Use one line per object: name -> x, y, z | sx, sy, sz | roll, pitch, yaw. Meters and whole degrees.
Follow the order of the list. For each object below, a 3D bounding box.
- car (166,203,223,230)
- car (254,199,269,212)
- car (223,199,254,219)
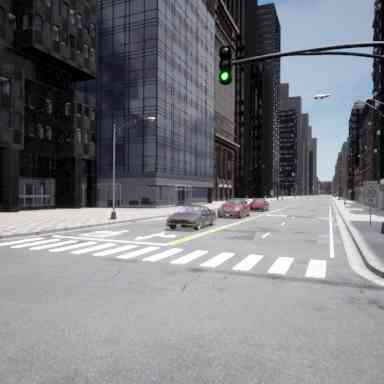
car -> 0.139, 1.592, 21.700 | 2.033, 1.411, 5.357 | 0, 0, 20
car -> 8.315, 1.623, 41.355 | 1.882, 1.535, 5.008 | 0, 0, 23
car -> 3.915, 1.443, 30.736 | 2.097, 1.767, 4.553 | 0, 0, 23
